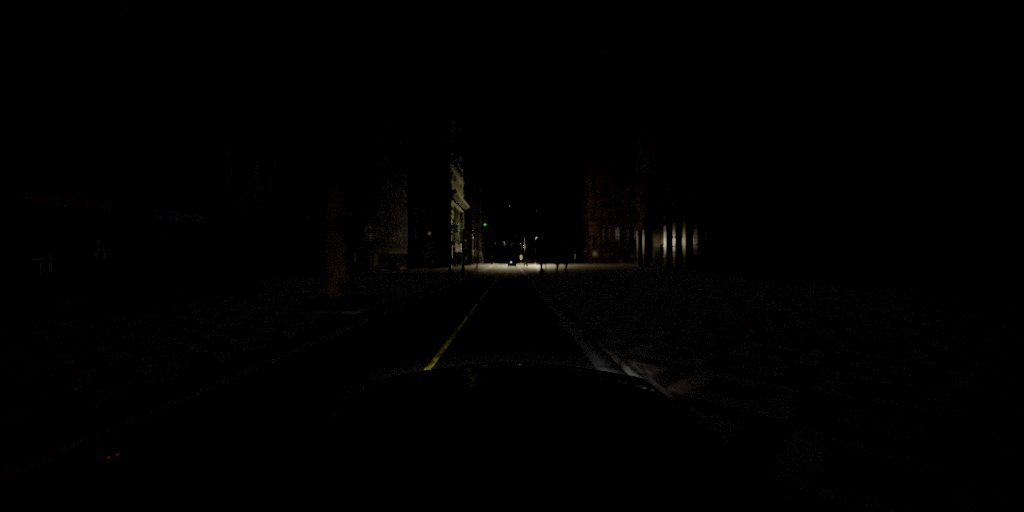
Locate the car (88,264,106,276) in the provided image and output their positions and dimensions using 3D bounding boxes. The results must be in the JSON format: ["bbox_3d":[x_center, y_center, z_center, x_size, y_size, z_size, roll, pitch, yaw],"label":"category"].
[{"bbox_3d":[-47.828,1.958,43.522,5.566,2.045,2.150,-1,0,0],"label":"car"}]

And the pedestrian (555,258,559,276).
[{"bbox_3d":[4.631,1.120,36.905,0.375,1.860,0.375,0,0,0],"label":"pedestrian"}]

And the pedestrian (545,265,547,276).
[{"bbox_3d":[3.631,1.133,38.105,0.375,1.860,0.375,0,0,0],"label":"pedestrian"}]

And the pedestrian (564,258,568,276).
[{"bbox_3d":[5.632,1.114,37.505,0.375,1.860,0.375,0,0,0],"label":"pedestrian"}]
